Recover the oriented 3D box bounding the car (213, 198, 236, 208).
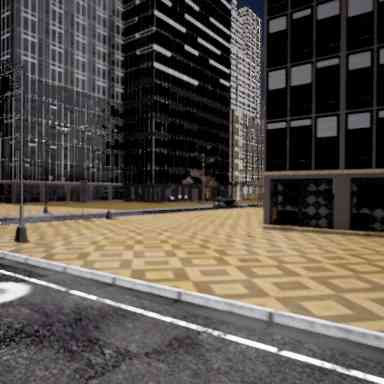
[{"bbox_3d":[5.186,1.633,52.564,2.128,1.511,4.902,1,0,37],"label":"car"}]
